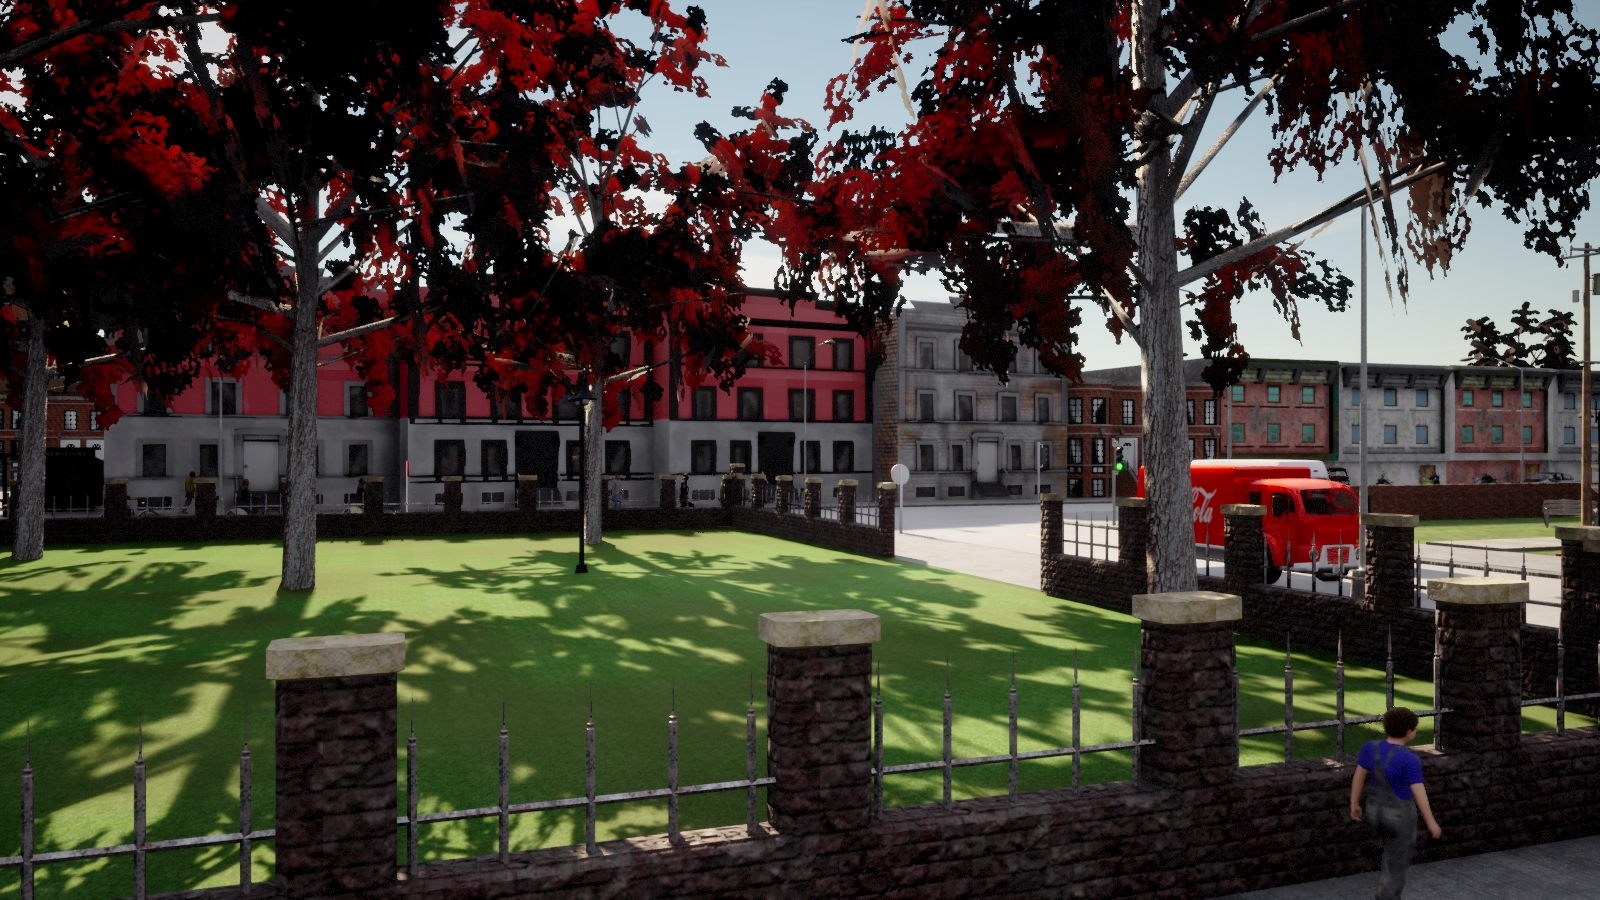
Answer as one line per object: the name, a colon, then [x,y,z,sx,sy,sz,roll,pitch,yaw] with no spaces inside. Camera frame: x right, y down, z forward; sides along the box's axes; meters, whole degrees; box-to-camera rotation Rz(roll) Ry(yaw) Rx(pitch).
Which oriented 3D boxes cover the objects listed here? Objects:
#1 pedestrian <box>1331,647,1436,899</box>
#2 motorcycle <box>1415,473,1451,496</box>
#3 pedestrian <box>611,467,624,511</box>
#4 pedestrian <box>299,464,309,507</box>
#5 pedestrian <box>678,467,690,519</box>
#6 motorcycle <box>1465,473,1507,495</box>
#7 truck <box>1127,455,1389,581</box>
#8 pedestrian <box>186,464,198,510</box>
pedestrian: [3.293,1.806,6.458,0.375,1.300,0.375,0,0,-20]
motorcycle: [36.002,1.962,64.979,1.805,1.236,0.856,0,0,-20]
pedestrian: [-7.678,1.628,48.096,0.375,1.860,0.375,0,0,-44]
pedestrian: [-21.414,1.522,49.330,0.375,1.860,0.375,0,0,-17]
pedestrian: [-4.159,1.525,40.950,0.375,1.860,0.375,0,0,-17]
motorcycle: [39.853,1.985,66.375,2.209,1.251,0.867,0,0,-20]
truck: [9.964,1.349,25.441,2.627,2.467,5.204,0,0,-20]
pedestrian: [-25.211,1.524,47.359,0.375,1.860,0.375,0,0,-19]
